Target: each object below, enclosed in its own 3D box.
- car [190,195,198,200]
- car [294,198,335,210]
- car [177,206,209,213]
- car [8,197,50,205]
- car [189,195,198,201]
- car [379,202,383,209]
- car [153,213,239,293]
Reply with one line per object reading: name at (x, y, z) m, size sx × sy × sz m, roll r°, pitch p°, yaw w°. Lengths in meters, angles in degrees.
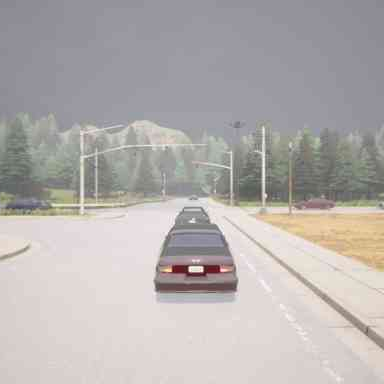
car at (0.623, 1.409, 91.817) m, size 1.994 × 1.385 × 4.181 m, roll 0°, pitch 0°, yaw 2°
car at (14.762, 1.440, 40.185) m, size 4.674 × 1.442 × 1.812 m, roll 0°, pitch 0°, yaw 1°
car at (0.066, 1.533, 19.554) m, size 1.994 × 1.385 × 4.181 m, roll 0°, pitch 0°, yaw 1°
car at (-18.042, 1.387, 37.115) m, size 4.553 × 1.767 × 2.097 m, roll 0°, pitch 0°, yaw 1°
car at (0.257, 1.468, 81.837) m, size 1.895 × 1.301 × 4.718 m, roll 0°, pitch 0°, yaw 2°
car at (25.040, 1.404, 39.990) m, size 4.674 × 1.442 × 1.812 m, roll 0°, pitch 0°, yaw 1°
car at (0.084, 1.537, 8.947) m, size 2.033 × 1.411 × 5.357 m, roll 0°, pitch 0°, yaw 0°
